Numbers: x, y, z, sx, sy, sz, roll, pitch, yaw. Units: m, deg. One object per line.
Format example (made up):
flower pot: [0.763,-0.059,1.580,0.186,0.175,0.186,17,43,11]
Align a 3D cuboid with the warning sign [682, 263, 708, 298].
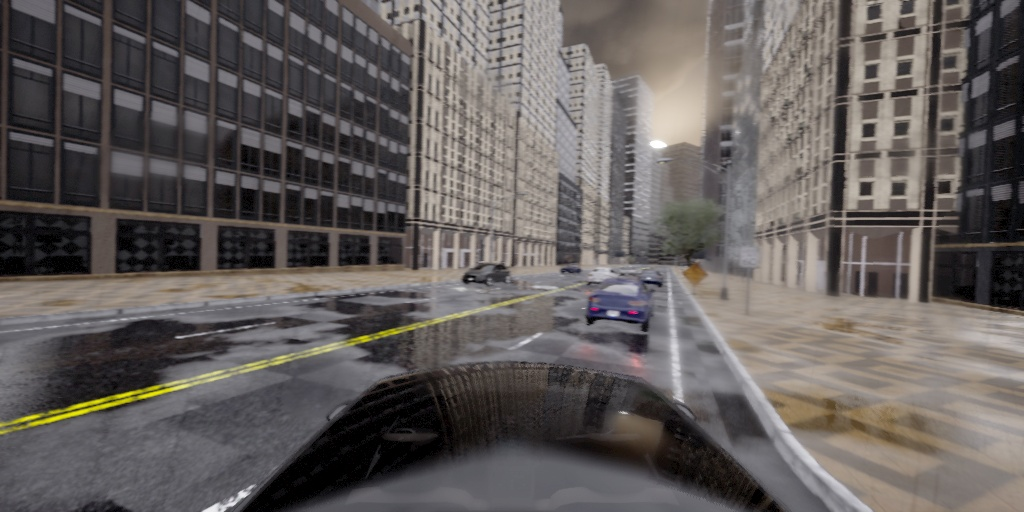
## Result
warning sign: [10.184,1.308,20.066,1.300,1.860,1.060,0,0,23]

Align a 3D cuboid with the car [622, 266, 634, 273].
car: [15.319,2.025,47.025,1.895,1.301,4.718,2,0,24]

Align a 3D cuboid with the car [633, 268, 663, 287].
car: [11.964,1.838,31.051,1.994,1.385,4.181,2,0,23]

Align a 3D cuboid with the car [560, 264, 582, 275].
car: [7.547,1.717,45.649,1.895,1.301,4.718,2,0,24]

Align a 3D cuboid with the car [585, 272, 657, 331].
car: [3.694,1.453,11.968,1.812,1.442,4.674,2,0,23]

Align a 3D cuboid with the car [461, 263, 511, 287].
car: [-1.627,1.238,24.679,1.837,1.490,4.892,2,0,23]

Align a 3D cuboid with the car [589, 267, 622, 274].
car: [7.127,1.607,28.050,1.812,1.442,4.674,2,0,23]
